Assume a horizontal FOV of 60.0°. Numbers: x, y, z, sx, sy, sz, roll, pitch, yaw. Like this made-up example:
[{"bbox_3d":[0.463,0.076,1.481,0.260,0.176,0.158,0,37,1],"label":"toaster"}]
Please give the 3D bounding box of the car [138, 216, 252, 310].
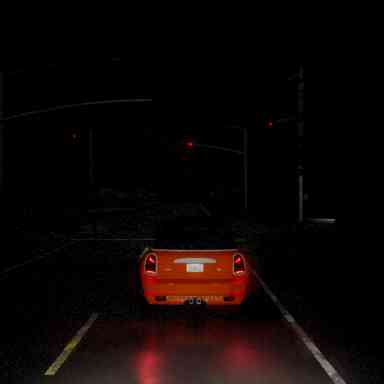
[{"bbox_3d":[0.058,1.352,7.985,2.097,1.767,4.553,0,0,0],"label":"car"}]
